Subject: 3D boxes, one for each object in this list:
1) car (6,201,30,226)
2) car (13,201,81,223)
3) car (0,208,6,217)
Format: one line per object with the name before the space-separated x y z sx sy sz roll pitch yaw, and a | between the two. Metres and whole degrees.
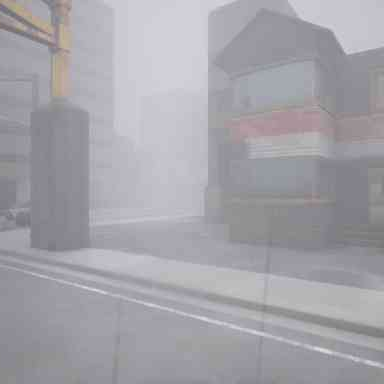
car | -9.742 1.453 22.753 2.038 1.542 4.974 0 0 15
car | -9.728 1.295 22.803 1.853 1.218 4.536 0 0 15
car | -12.899 1.295 25.453 4.536 1.218 1.853 0 0 -30
